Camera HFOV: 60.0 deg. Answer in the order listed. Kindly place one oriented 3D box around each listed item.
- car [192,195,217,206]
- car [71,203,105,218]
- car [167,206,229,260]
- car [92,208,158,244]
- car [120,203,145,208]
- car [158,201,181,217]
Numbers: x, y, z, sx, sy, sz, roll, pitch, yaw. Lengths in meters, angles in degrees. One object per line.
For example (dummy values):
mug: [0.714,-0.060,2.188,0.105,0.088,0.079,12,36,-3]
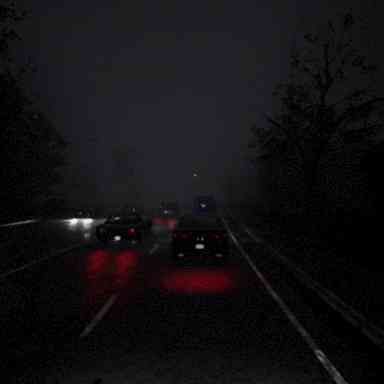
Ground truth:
car: [1.209,1.347,32.218,2.150,2.045,5.566,0,0,3]
car: [-9.583,1.679,30.810,1.994,1.385,4.181,0,0,3]
car: [0.318,1.527,12.638,1.882,1.535,5.008,0,0,2]
car: [-3.067,1.663,16.264,1.895,1.301,4.718,0,0,2]
car: [-5.961,1.726,32.862,1.895,1.301,4.718,0,0,3]
car: [-2.243,1.619,33.062,2.128,1.511,4.902,0,0,3]
